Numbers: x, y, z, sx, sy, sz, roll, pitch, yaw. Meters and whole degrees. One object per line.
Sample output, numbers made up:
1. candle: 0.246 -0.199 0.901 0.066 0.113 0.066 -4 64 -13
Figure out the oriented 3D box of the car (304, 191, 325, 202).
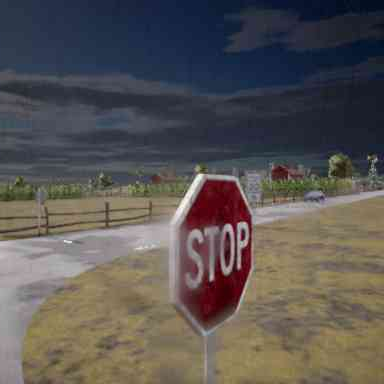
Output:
1. car: 17.450 0.636 47.235 1.882 1.535 5.008 0 1 35
